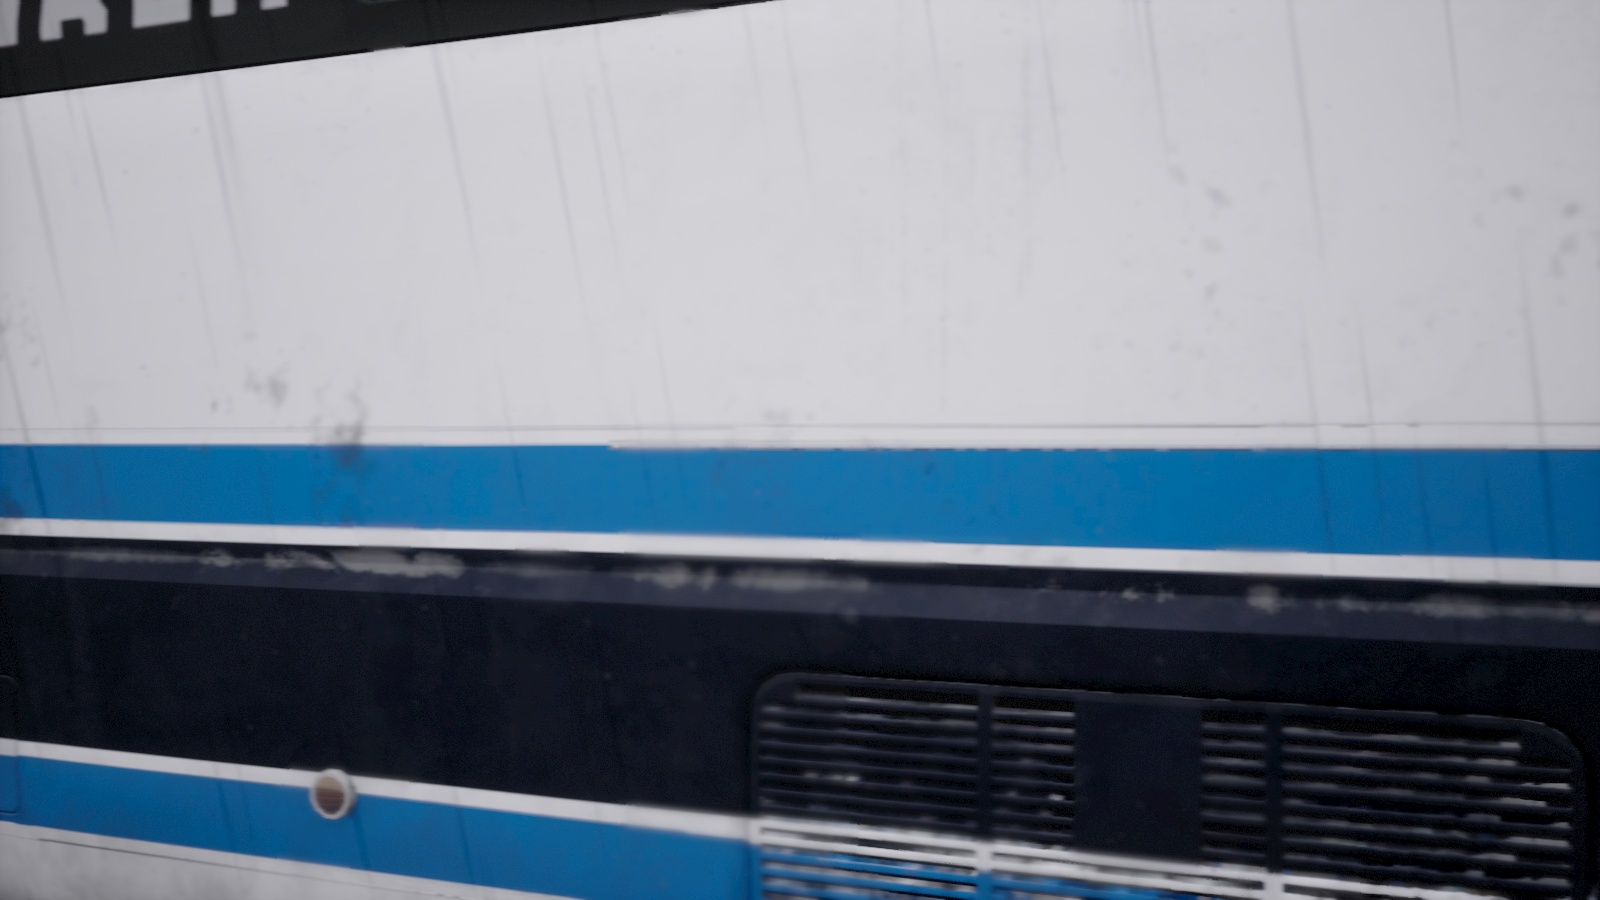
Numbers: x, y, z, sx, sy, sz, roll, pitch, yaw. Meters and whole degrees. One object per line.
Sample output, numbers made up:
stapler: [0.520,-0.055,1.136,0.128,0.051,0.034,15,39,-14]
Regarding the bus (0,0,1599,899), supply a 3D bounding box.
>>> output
bus: [0.294,-0.607,3.619,10.273,4.253,3.944,1,1,19]
